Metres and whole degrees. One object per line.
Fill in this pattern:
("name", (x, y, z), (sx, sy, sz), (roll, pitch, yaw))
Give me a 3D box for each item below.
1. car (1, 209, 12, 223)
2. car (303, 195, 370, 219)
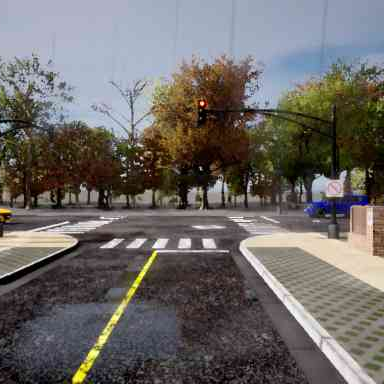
("car", (-15.092, 1.423, 22.940), (5.008, 1.535, 1.882), (0, 0, 0))
("car", (12.853, 1.279, 29.626), (5.566, 2.045, 2.150), (0, 0, 0))
